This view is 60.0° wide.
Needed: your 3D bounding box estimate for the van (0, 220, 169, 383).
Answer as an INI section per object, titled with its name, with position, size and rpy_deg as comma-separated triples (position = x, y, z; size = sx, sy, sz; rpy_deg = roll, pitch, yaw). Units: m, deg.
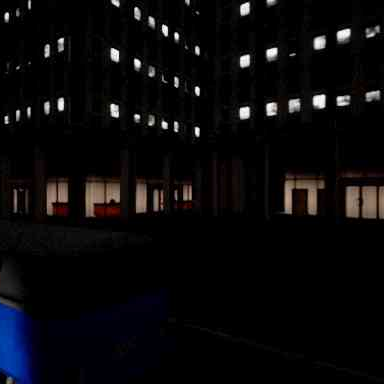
[van]
position = -2.180, 1.335, 4.433
size = 3.998, 1.788, 1.690
rpy_deg = 0, 0, 35
